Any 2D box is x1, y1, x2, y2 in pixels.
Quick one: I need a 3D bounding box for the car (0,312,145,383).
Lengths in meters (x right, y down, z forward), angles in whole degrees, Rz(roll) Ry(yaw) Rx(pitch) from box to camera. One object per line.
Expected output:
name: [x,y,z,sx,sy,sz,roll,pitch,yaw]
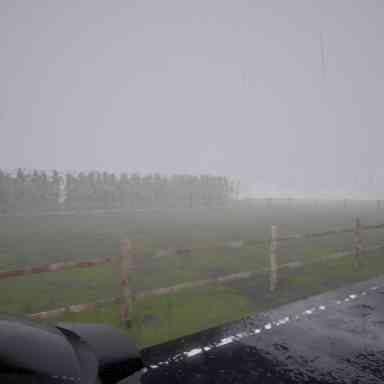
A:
car: [-2.458,1.510,1.310,4.892,1.490,1.837,0,0,-35]
